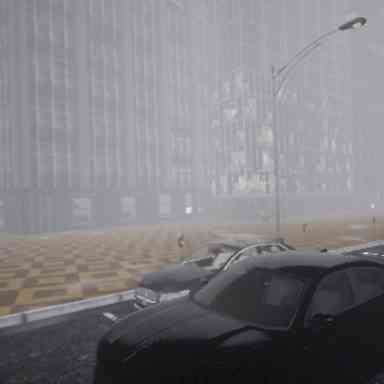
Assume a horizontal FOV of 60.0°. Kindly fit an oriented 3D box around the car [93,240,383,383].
[{"bbox_3d":[1.272,1.582,4.322,5.008,1.535,1.882,0,-2,-36],"label":"car"}]

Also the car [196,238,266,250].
[{"bbox_3d":[0.874,1.744,7.306,4.403,1.369,2.008,0,-3,-38],"label":"car"}]
